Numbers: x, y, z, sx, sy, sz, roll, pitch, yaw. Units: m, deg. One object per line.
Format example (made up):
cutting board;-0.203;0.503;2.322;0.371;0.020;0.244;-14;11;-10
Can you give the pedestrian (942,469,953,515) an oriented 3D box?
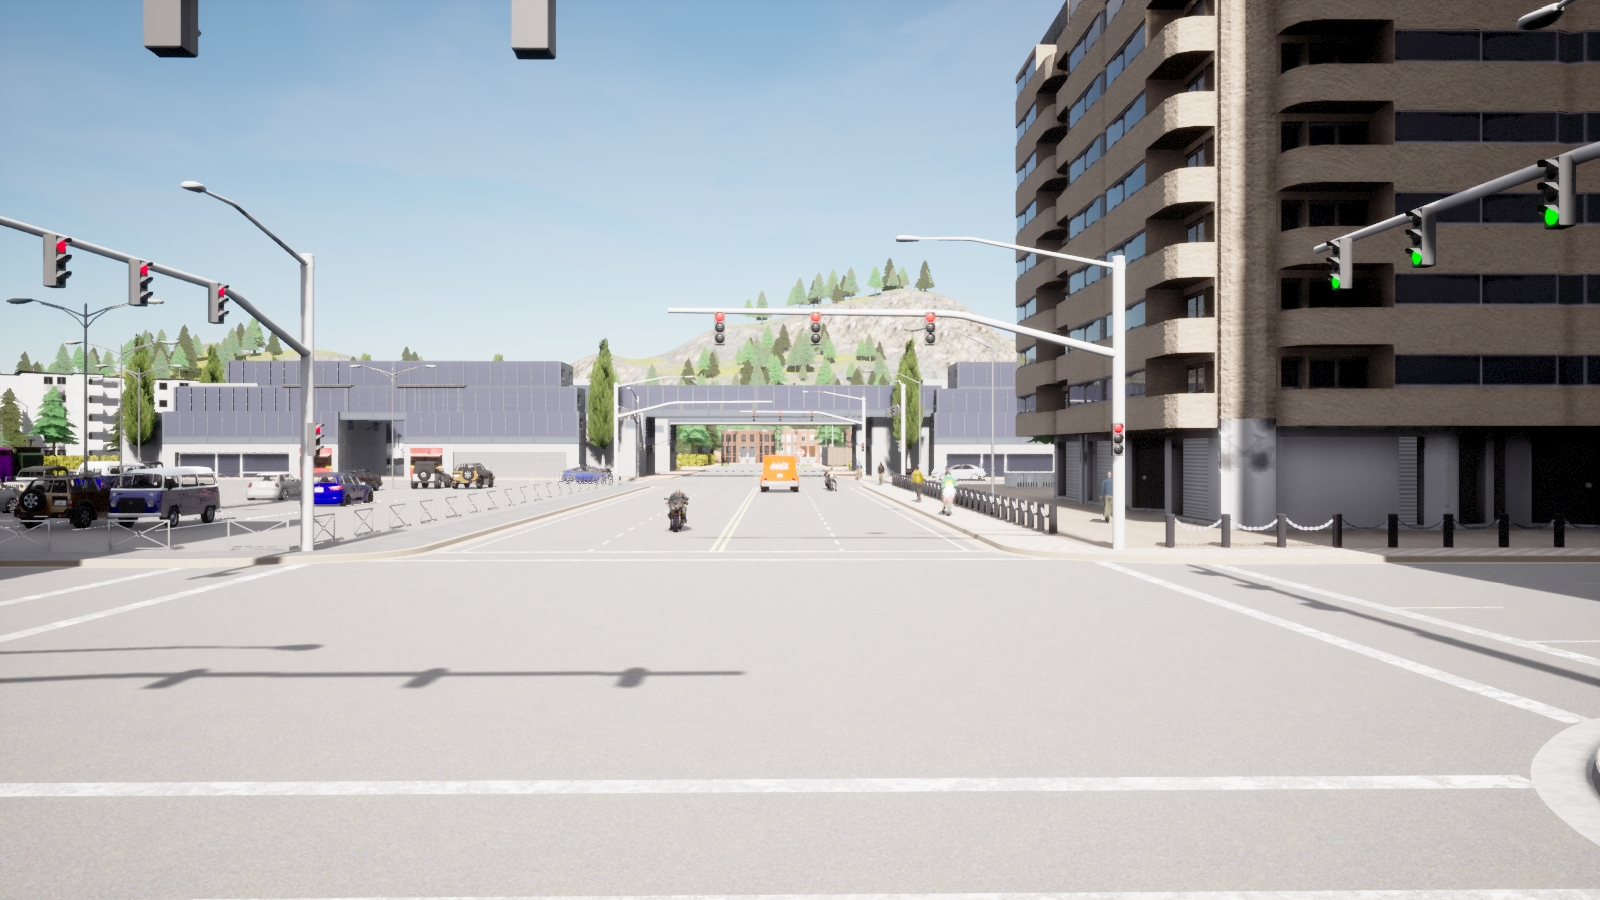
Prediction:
pedestrian;5.949;1.695;46.021;0.375;1.860;0.375;0;0;-6

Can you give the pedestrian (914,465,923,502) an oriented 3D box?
pedestrian;5.991;1.695;57.859;0.375;1.860;0.375;0;0;-2

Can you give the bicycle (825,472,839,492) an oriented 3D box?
bicycle;2.134;2.158;77.288;0.859;1.276;1.487;0;0;-1

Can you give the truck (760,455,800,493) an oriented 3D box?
truck;-1.366;1.564;77.071;2.627;2.467;5.204;0;0;-1

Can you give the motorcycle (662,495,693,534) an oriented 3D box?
motorcycle;-4.213;2.205;39.441;0.867;1.251;2.209;0;0;-1

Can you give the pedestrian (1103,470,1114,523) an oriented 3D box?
pedestrian;10.999;1.651;40.749;0.375;1.860;0.375;0;0;15
